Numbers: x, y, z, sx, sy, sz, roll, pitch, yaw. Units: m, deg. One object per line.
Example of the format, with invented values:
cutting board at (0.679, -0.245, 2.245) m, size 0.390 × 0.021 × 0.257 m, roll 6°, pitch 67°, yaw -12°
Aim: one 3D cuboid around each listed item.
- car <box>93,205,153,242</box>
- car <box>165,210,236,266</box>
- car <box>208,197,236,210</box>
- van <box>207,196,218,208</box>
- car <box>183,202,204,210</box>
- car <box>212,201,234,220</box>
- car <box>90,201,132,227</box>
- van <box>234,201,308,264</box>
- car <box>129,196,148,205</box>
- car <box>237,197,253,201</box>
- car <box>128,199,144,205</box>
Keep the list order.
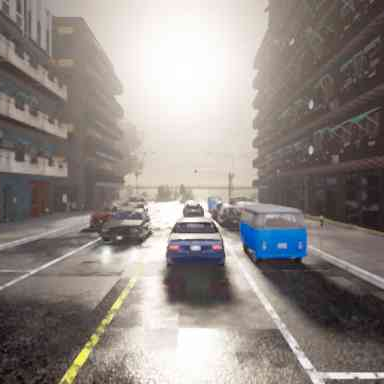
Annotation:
car at (-3.092, 1.583, 16.837) m, size 2.033 × 1.411 × 5.357 m, roll 0°, pitch 0°, yaw 0°
car at (0.102, 1.573, 11.546) m, size 2.033 × 1.411 × 5.357 m, roll 0°, pitch 0°, yaw 0°
car at (2.690, 1.495, 28.724) m, size 1.967 × 1.590 × 4.097 m, roll -1°, pitch 0°, yaw 0°
van at (2.694, 1.412, 40.052) m, size 1.690 × 1.788 × 3.998 m, roll -1°, pitch 0°, yaw 0°
car at (0.112, 1.623, 31.478) m, size 1.994 × 1.385 × 4.181 m, roll 0°, pitch 0°, yaw 0°
car at (2.690, 1.597, 23.058) m, size 2.008 × 1.369 × 4.403 m, roll -1°, pitch 0°, yaw 0°
car at (-5.691, 1.592, 23.012) m, size 1.887 × 1.381 × 4.507 m, roll -1°, pitch 0°, yaw 0°
van at (2.682, 1.367, 11.727) m, size 1.690 × 1.788 × 3.998 m, roll -1°, pitch 0°, yaw 0°
car at (-5.689, 1.379, 34.343) m, size 2.192 × 1.841 × 5.009 m, roll -1°, pitch 0°, yaw 0°
car at (9.651, 1.487, 62.699) m, size 4.674 × 1.442 × 1.812 m, roll 0°, pitch 1°, yaw 0°
car at (-5.688, 1.607, 28.678) m, size 2.008 × 1.369 × 4.403 m, roll -1°, pitch 0°, yaw 0°
